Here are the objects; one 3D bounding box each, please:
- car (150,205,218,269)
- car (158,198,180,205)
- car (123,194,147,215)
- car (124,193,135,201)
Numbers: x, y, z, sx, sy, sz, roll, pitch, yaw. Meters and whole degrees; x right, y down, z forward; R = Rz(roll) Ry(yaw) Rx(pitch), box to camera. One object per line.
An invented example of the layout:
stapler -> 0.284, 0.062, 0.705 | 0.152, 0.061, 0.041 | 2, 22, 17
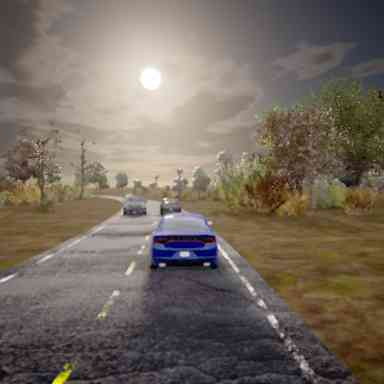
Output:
car -> -0.293, 1.418, 11.020 | 1.882, 1.535, 5.008 | 0, 1, -2
car -> -2.121, 1.321, 31.714 | 2.128, 1.511, 4.902 | 0, 0, -7
car -> -5.264, 1.186, 31.100 | 2.097, 1.767, 4.553 | 0, 0, -8
car -> -13.350, 1.063, 70.934 | 1.812, 1.442, 4.674 | 0, 0, -16
